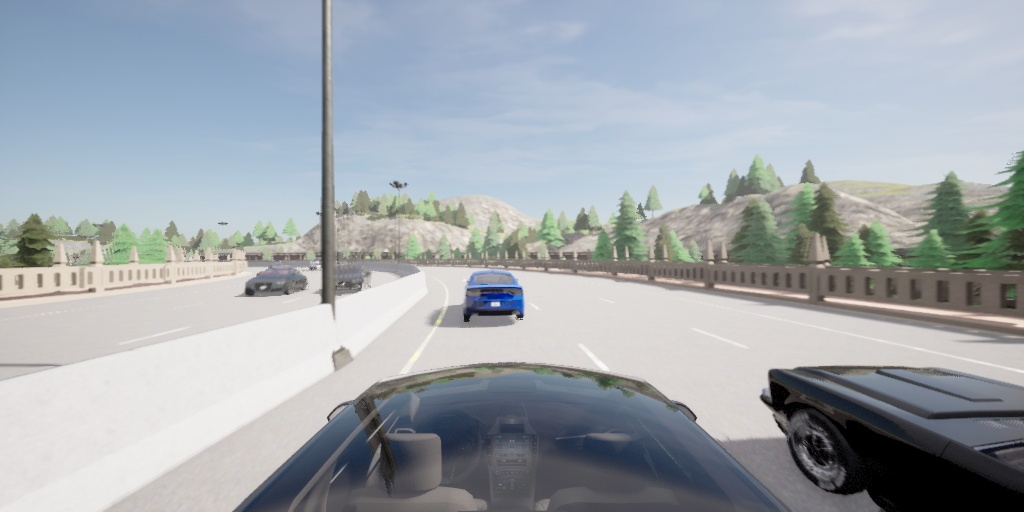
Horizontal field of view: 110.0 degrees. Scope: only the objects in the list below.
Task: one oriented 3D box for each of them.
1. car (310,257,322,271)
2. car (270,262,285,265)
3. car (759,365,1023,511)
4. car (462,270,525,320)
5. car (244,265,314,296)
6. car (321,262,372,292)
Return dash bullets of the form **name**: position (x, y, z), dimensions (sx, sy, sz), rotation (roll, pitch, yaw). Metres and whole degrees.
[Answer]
- **car**: position (-30.532, 1.239, 56.911), dimensions (2.150, 2.045, 5.566), rotation (0, 0, -38)
- **car**: position (-19.221, 1.454, 29.770), dimensions (1.895, 1.301, 4.718), rotation (0, 0, -20)
- **car**: position (3.510, 1.339, 1.558), dimensions (1.895, 1.301, 4.718), rotation (0, 0, -1)
- **car**: position (-0.732, 1.224, 12.671), dimensions (1.882, 1.535, 5.008), rotation (0, 0, -6)
- **car**: position (-12.719, 1.365, 19.634), dimensions (1.994, 1.385, 4.181), rotation (0, 0, -13)
- **car**: position (-9.495, 1.292, 21.243), dimensions (1.837, 1.490, 4.892), rotation (0, 0, -13)
